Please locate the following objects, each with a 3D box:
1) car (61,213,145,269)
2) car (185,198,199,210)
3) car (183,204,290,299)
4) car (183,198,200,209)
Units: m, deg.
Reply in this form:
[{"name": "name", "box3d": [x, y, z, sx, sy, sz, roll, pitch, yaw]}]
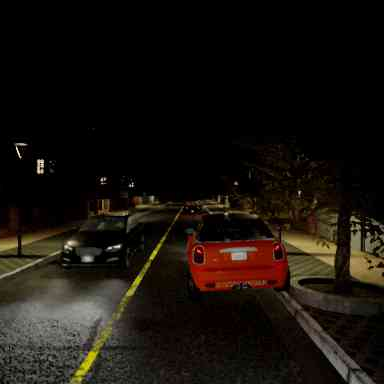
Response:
[{"name": "car", "box3d": [-2.755, 1.506, 11.218, 2.128, 1.511, 4.902, 0, 0, 0]}, {"name": "car", "box3d": [0.039, 1.615, 45.547, 1.812, 1.442, 4.674, 0, 0, 1]}, {"name": "car", "box3d": [0.918, 1.312, 8.631, 2.097, 1.767, 4.553, -3, -1, 0]}, {"name": "car", "box3d": [0.060, 1.663, 35.845, 1.895, 1.301, 4.718, 0, 0, 0]}]
